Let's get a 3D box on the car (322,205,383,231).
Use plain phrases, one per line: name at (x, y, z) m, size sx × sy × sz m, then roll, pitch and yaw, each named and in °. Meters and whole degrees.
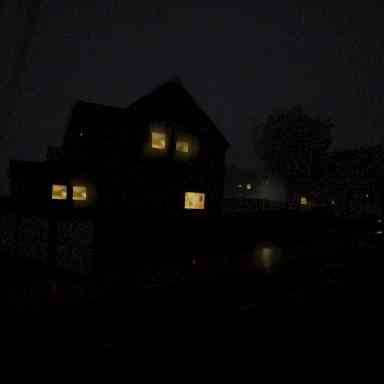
car at (9.219, 1.503, 20.201) m, size 2.033 × 1.411 × 5.357 m, roll 4°, pitch -2°, yaw -32°
